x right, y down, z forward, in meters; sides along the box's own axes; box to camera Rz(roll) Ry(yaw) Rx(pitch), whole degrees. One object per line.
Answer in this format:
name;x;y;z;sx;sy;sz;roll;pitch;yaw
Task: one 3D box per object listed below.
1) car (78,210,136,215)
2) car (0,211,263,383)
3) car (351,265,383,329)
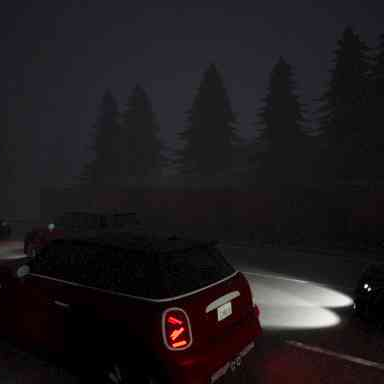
car;-3.426;1.352;10.728;4.553;1.767;2.097;0;0;35
car;-1.364;1.352;4.957;4.553;1.767;2.097;0;0;36
car;4.709;1.564;4.929;4.181;1.385;1.994;0;0;36
